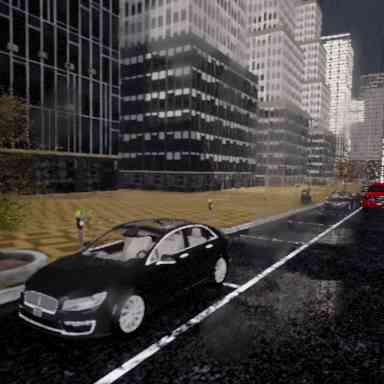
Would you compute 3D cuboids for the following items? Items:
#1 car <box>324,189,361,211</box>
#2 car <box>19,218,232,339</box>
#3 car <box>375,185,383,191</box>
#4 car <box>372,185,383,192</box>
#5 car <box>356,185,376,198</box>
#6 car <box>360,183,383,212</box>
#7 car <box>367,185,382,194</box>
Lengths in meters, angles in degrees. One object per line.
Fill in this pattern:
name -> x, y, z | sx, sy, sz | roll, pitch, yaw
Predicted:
car -> 11.180, 0.615, 25.056 | 2.008, 1.369, 4.403 | 2, 3, 32
car -> -0.766, 1.211, 5.998 | 2.008, 1.369, 4.403 | 2, 3, 32
car -> 44.028, -0.986, 77.467 | 2.008, 1.369, 4.403 | 2, 3, 32
car -> 38.055, -0.667, 67.938 | 1.802, 1.307, 4.206 | 2, 3, 32
car -> 23.126, -0.085, 44.110 | 1.967, 1.590, 4.097 | 2, 3, 32
car -> 14.151, 0.385, 24.799 | 2.150, 2.045, 5.566 | 3, 3, 32
car -> 32.084, -0.416, 58.408 | 1.887, 1.381, 4.507 | 2, 3, 32
